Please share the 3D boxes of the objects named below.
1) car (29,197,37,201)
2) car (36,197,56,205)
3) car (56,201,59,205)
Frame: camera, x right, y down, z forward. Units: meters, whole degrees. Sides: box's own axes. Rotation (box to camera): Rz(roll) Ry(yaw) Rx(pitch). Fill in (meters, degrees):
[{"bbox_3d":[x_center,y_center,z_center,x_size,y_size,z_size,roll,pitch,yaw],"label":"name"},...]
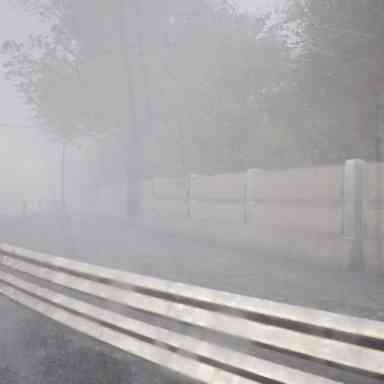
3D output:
[{"bbox_3d":[-33.768,1.760,71.481,1.882,1.535,5.008,1,-1,-16],"label":"car"},{"bbox_3d":[-28.847,1.864,65.897,1.882,1.535,5.008,1,-1,-16],"label":"car"},{"bbox_3d":[-31.607,2.170,75.832,2.128,1.511,4.902,1,-1,-16],"label":"car"}]
